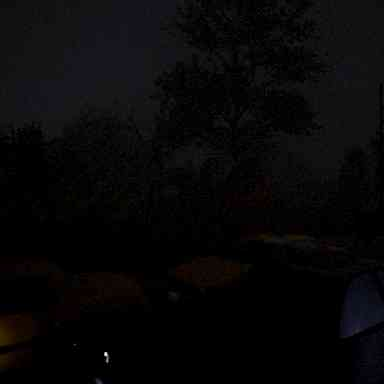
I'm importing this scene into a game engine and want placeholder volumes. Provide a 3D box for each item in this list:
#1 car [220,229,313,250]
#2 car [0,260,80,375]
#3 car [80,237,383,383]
[{"bbox_3d":[1.646,1.532,7.261,4.829,1.417,1.752,0,1,-35],"label":"car"},{"bbox_3d":[-2.861,1.525,4.047,4.829,1.417,1.752,0,1,-35],"label":"car"},{"bbox_3d":[1.619,1.552,4.224,5.357,1.411,2.033,0,0,-36],"label":"car"}]
